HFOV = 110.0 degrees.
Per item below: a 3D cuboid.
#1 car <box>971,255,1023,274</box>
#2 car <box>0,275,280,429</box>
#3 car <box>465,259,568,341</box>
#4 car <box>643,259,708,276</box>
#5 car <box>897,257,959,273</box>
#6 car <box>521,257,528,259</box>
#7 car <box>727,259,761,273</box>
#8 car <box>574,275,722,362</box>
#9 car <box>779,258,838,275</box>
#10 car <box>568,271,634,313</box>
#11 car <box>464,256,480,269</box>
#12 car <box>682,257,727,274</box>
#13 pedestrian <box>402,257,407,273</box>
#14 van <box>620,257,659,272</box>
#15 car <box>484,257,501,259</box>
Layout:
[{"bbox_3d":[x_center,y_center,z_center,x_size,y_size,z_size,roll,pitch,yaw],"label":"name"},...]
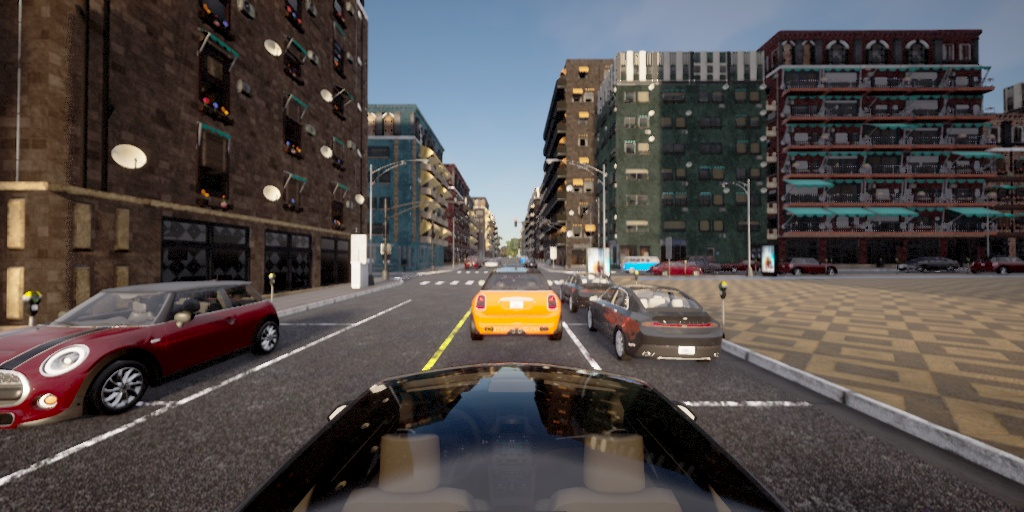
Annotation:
[{"bbox_3d":[41.350,0.737,29.975,4.097,1.591,1.967,0,0,0],"label":"car"},{"bbox_3d":[-5.819,1.180,5.752,1.967,1.591,4.097,0,0,0],"label":"car"},{"bbox_3d":[0.099,1.083,9.964,2.097,1.767,4.553,0,0,0],"label":"car"},{"bbox_3d":[13.714,1.088,30.180,4.207,1.307,1.802,0,0,0],"label":"car"},{"bbox_3d":[41.323,0.861,35.746,4.902,1.511,2.128,0,-1,1],"label":"car"},{"bbox_3d":[2.701,1.204,51.749,1.948,1.339,4.313,0,0,0],"label":"car"},{"bbox_3d":[24.833,1.069,38.478,4.507,1.381,1.888,0,0,0],"label":"car"},{"bbox_3d":[2.822,1.286,7.986,2.007,1.370,4.403,0,0,0],"label":"car"},{"bbox_3d":[24.769,0.861,30.098,4.097,1.591,1.967,0,0,0],"label":"car"},{"bbox_3d":[2.823,1.273,13.556,2.007,1.370,4.403,0,0,0],"label":"car"},{"bbox_3d":[-5.679,0.952,51.790,2.192,1.841,5.009,0,0,0],"label":"car"},{"bbox_3d":[18.017,1.092,35.949,5.357,1.411,2.033,0,-1,0],"label":"car"},{"bbox_3d":[-12.521,0.993,41.715,0.375,1.860,0.375,0,0,0],"label":"pedestrian"},{"bbox_3d":[13.778,0.950,38.560,3.998,1.789,1.690,0,0,0],"label":"van"},{"bbox_3d":[-3.071,1.232,54.909,1.895,1.301,4.718,0,0,0],"label":"car"}]
